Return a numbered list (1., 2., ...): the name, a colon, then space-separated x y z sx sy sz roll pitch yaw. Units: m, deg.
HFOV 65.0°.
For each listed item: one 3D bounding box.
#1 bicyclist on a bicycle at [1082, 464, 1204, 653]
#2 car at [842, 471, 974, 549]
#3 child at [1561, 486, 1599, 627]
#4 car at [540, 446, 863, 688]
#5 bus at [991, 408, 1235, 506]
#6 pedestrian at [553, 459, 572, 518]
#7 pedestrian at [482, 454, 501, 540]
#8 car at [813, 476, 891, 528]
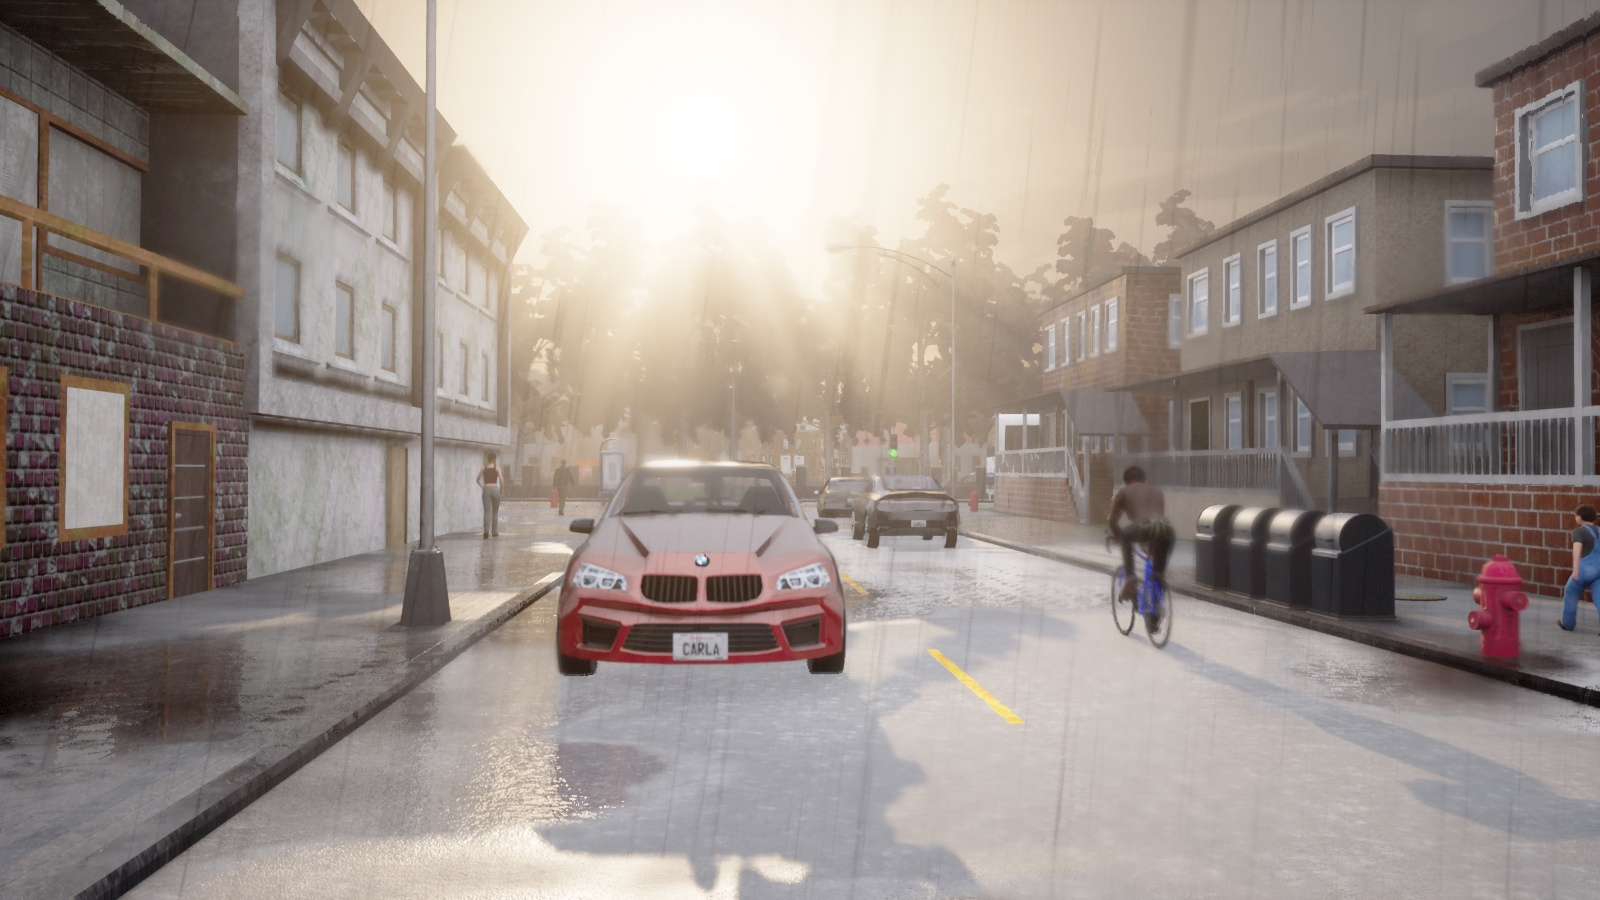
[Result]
1. bicyclist on a bicycle: 3.139 0.950 11.645 0.582 1.620 1.656 0 -1 -3
2. car: 2.188 1.214 26.947 2.128 1.511 4.902 0 -1 -3
3. child: 7.278 0.969 11.566 0.270 1.263 0.437 0 -1 4
4. car: -0.825 0.848 11.064 2.242 1.667 4.611 0 -1 -4
5. bus: 14.247 0.352 57.967 10.273 4.253 3.944 -1 -1 1
6. pedestrian: -7.599 1.229 40.235 0.402 1.842 0.726 0 -1 6
7. pedestrian: -6.603 1.002 26.915 0.345 1.836 0.594 0 -1 -9
8. car: 1.460 1.482 37.352 2.033 1.411 5.357 0 -1 0
